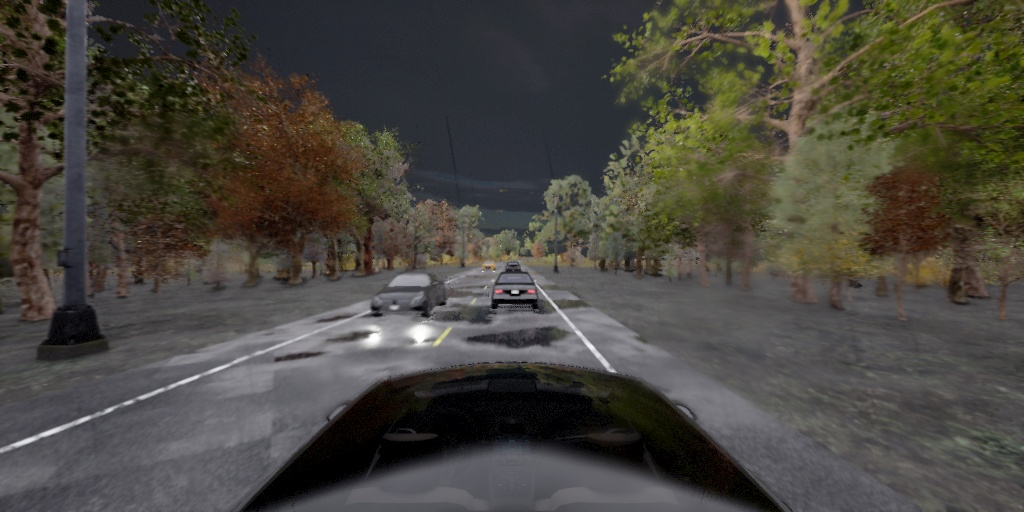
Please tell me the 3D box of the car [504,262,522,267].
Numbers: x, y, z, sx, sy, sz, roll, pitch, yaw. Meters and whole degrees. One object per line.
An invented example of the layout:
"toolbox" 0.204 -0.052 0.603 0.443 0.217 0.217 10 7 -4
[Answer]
"car" 0.128 1.429 42.931 1.837 1.490 4.892 0 0 0

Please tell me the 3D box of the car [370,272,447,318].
"car" -3.590 1.324 13.282 1.812 1.442 4.674 0 0 0

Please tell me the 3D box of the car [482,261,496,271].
"car" -3.508 1.452 55.426 1.882 1.535 5.008 0 0 1

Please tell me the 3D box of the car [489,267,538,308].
"car" 0.112 1.355 15.399 2.033 1.411 5.357 0 0 0
